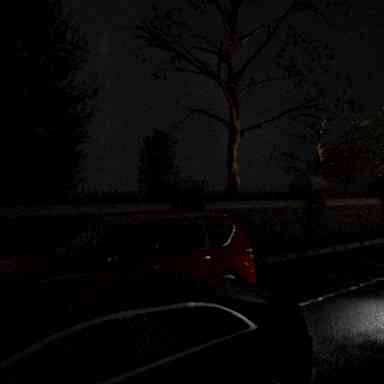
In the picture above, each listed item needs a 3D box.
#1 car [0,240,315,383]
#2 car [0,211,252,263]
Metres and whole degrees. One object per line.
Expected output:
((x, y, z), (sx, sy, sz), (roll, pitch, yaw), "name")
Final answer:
((-1.072, 1.493, 2.597), (4.902, 1.511, 2.128), (0, 0, -35), "car")
((-1.075, 1.314, 5.788), (5.009, 1.841, 2.192), (0, 0, -35), "car")
